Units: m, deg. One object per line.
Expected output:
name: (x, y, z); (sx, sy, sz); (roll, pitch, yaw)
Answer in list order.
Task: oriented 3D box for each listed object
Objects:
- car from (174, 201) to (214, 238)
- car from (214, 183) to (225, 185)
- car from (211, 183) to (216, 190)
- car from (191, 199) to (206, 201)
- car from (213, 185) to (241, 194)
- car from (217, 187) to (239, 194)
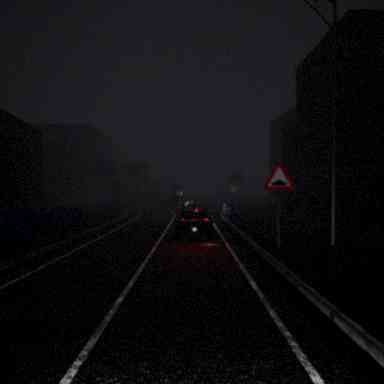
car: (0.102, 1.471, 17.468); (2.128, 1.511, 4.902); (0, 0, 0)
car: (8.116, -0.571, 78.764); (4.553, 1.767, 2.185); (0, 3, -1)
car: (8.145, -0.824, 81.512); (5.566, 2.045, 2.435); (0, 3, -1)
car: (0.664, 1.379, 33.372); (1.895, 1.301, 4.718); (0, 1, 6)
car: (8.026, -0.182, 73.262); (5.366, 1.575, 1.946); (0, 3, -1)
car: (8.183, -0.274, 76.020); (4.674, 1.452, 2.002); (0, 3, -1)
